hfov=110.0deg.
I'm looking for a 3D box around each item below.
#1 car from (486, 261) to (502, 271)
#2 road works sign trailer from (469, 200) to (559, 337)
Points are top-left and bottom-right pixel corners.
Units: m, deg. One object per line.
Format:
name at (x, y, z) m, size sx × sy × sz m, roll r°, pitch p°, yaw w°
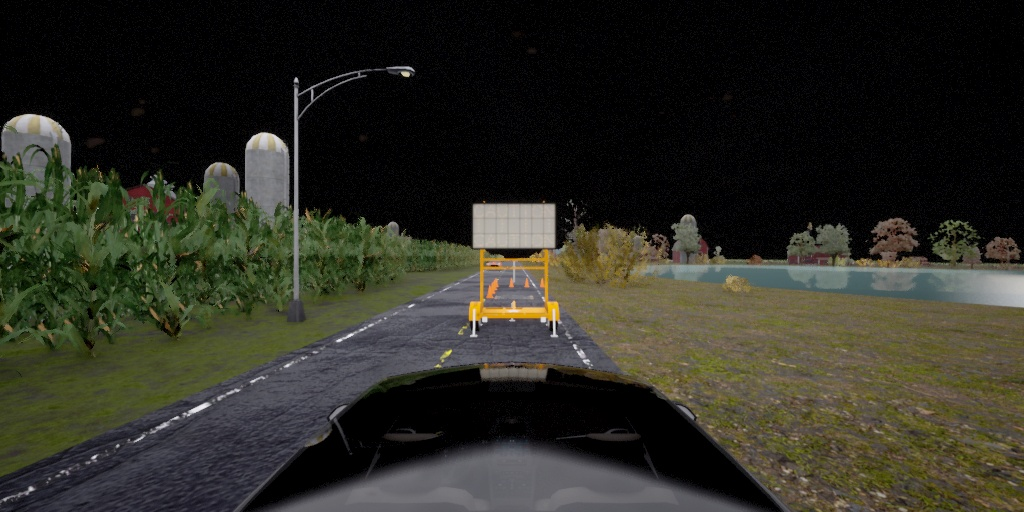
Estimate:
car at (-2.449, 1.156, 49.705) m, size 2.097 × 1.767 × 4.553 m, roll 0°, pitch 0°, yaw 0°
road works sign trailer at (0.060, 0.216, 10.274) m, size 2.380 × 3.560 × 2.880 m, roll 0°, pitch 0°, yaw 0°
